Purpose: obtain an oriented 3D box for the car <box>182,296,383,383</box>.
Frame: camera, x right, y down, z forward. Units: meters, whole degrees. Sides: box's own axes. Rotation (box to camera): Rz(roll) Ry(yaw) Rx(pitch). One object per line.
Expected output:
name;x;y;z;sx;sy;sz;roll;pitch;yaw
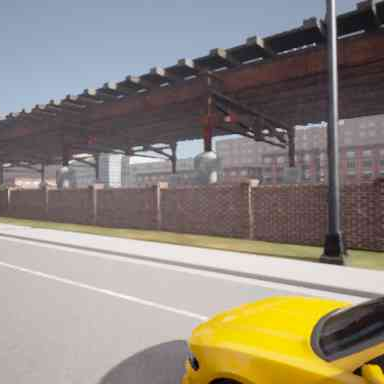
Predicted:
car;2.211;1.478;2.411;5.008;1.535;1.882;0;0;36
